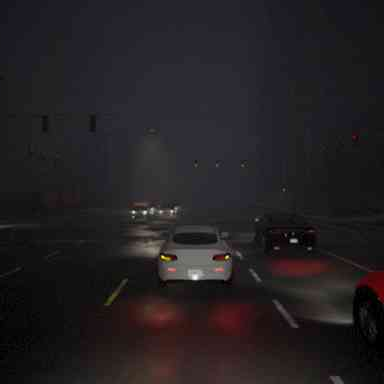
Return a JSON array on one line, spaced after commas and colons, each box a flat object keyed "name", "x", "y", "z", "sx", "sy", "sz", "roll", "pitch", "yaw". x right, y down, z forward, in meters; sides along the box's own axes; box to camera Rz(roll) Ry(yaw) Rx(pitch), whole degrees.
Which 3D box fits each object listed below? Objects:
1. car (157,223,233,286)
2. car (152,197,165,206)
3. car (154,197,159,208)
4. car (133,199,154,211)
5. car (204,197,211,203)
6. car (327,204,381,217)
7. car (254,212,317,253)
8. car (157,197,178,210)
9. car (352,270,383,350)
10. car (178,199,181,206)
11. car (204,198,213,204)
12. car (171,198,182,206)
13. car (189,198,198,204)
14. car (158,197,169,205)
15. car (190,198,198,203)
[{"name": "car", "x": 0.073, "y": 1.604, "z": 9.507, "sx": 1.812, "sy": 1.442, "sz": 4.674, "roll": 0, "pitch": 0, "yaw": 0}, {"name": "car", "x": -6.818, "y": 1.899, "z": 67.440, "sx": 2.097, "sy": 1.767, "sz": 4.553, "roll": 0, "pitch": 0, "yaw": 1}, {"name": "car", "x": -7.056, "y": 1.957, "z": 57.380, "sx": 2.128, "sy": 1.511, "sz": 4.902, "roll": 0, "pitch": 0, "yaw": 1}, {"name": "car", "x": -7.208, "y": 1.868, "z": 48.114, "sx": 1.882, "sy": 1.535, "sz": 5.008, "roll": 0, "pitch": 0, "yaw": 1}, {"name": "car", "x": 4.048, "y": 2.196, "z": 88.542, "sx": 1.882, "sy": 1.535, "sz": 5.008, "roll": 0, "pitch": 0, "yaw": 1}, {"name": "car", "x": 16.433, "y": 1.877, "z": 33.951, "sx": 4.718, "sy": 1.301, "sz": 1.895, "roll": 0, "pitch": 0, "yaw": 0}, {"name": "car", "x": 3.827, "y": 1.595, "z": 14.322, "sx": 1.882, "sy": 1.535, "sz": 5.008, "roll": 0, "pitch": 0, "yaw": 4}, {"name": "car", "x": -3.671, "y": 1.888, "z": 50.505, "sx": 1.882, "sy": 1.535, "sz": 5.008, "roll": 0, "pitch": 0, "yaw": 1}, {"name": "car", "x": 3.604, "y": 1.381, "z": 3.480, "sx": 2.097, "sy": 1.767, "sz": 4.553, "roll": 0, "pitch": -1, "yaw": 0}, {"name": "car", "x": -3.506, "y": 1.990, "z": 59.731, "sx": 1.837, "sy": 1.490, "sz": 4.892, "roll": 0, "pitch": 0, "yaw": 1}, {"name": "car", "x": 3.879, "y": 2.114, "z": 78.428, "sx": 1.882, "sy": 1.535, "sz": 5.008, "roll": 0, "pitch": 0, "yaw": 1}, {"name": "car", "x": -3.258, "y": 2.110, "z": 70.326, "sx": 2.033, "sy": 1.411, "sz": 5.357, "roll": 0, "pitch": 0, "yaw": 1}, {"name": "car", "x": 0.376, "y": 2.231, "z": 78.302, "sx": 1.895, "sy": 1.301, "sz": 4.718, "roll": 0, "pitch": 0, "yaw": 1}, {"name": "car", "x": -6.638, "y": 1.969, "z": 77.529, "sx": 2.097, "sy": 1.767, "sz": 4.553, "roll": 0, "pitch": 0, "yaw": 1}, {"name": "car", "x": 0.549, "y": 2.314, "z": 88.630, "sx": 1.895, "sy": 1.301, "sz": 4.718, "roll": 0, "pitch": 0, "yaw": 1}]
